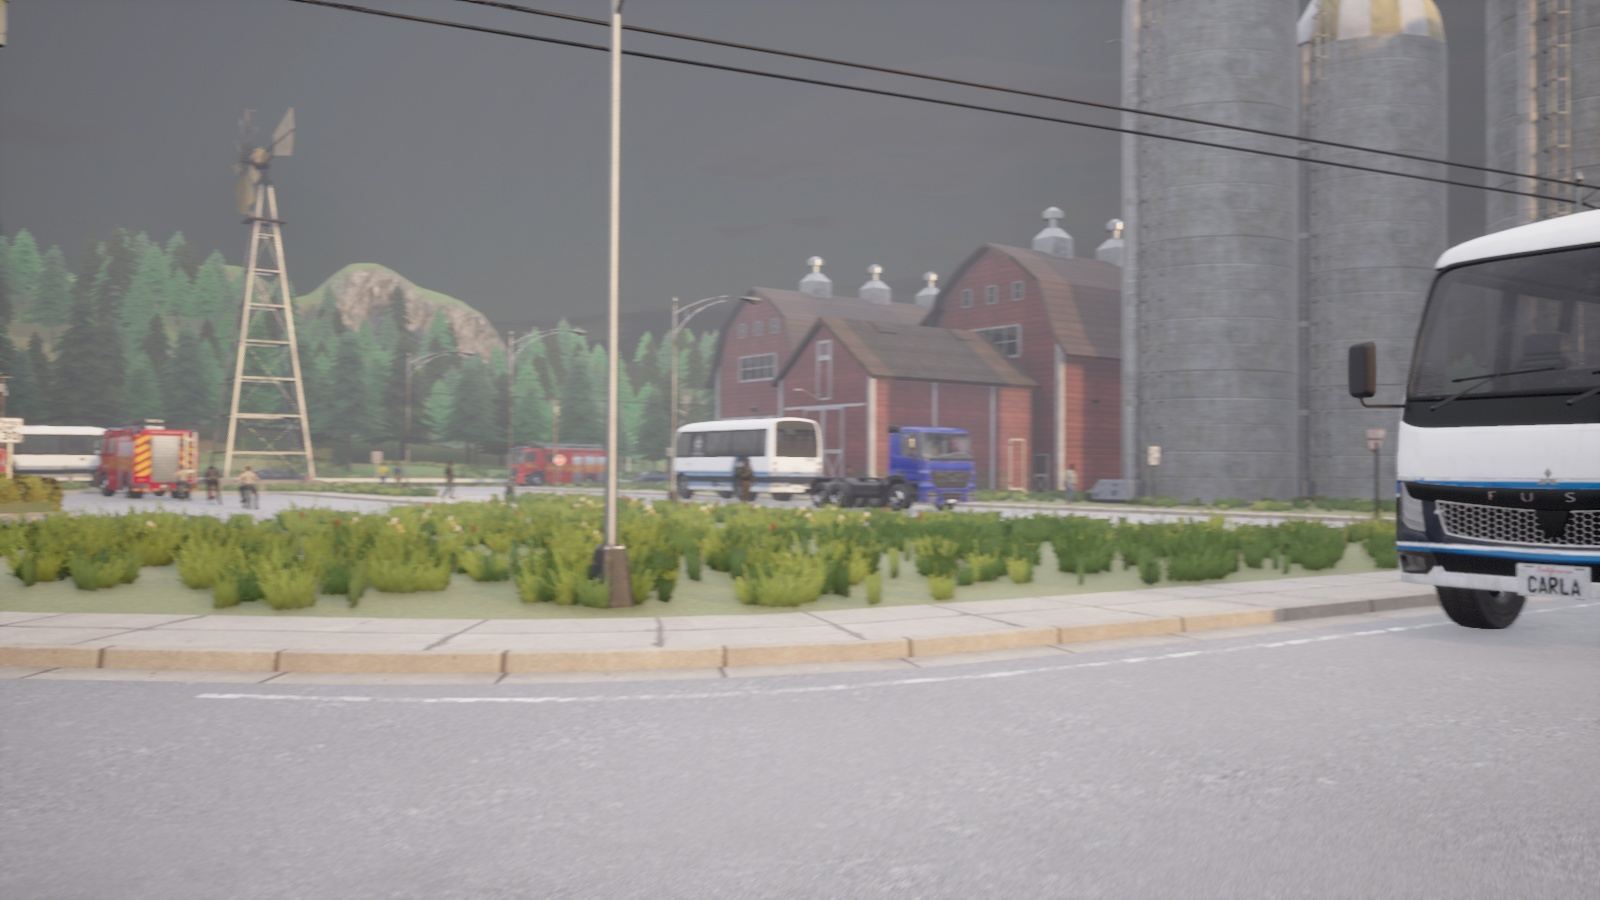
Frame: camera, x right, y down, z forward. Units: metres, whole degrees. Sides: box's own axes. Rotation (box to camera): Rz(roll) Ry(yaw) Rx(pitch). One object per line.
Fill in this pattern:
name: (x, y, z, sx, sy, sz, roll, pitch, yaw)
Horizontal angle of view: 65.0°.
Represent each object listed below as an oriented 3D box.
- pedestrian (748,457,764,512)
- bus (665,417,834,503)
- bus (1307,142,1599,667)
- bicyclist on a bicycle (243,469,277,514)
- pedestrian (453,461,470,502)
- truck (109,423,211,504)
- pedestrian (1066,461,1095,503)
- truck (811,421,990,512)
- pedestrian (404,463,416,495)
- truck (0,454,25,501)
pedestrian: (-1.567, 1.221, 44.816, 0.395, 1.930, 0.692, 0, -1, -20)
bus: (-2.911, 0.564, 67.193, 3.944, 4.253, 10.273, 1, -1, -36)
bus: (10.356, -0.333, 13.626, 10.273, 4.253, 3.944, 0, -1, -34)
bicyclist on a bicycle: (-19.898, 1.525, 46.261, 0.866, 1.612, 1.509, 1, -1, -34)
pedestrian: (-15.994, 1.468, 59.304, 0.666, 1.930, 0.402, -1, -1, 32)
truck: (-32.512, 0.713, 63.582, 2.891, 3.827, 8.468, 1, -1, -39)
pedestrian: (12.432, 1.399, 55.667, 0.874, 1.855, 0.900, 1, -1, -34)
truck: (3.988, 0.702, 51.833, 2.891, 3.462, 7.936, 1, -1, -36)
pedestrian: (-23.550, 1.738, 75.799, 0.423, 1.949, 0.788, 1, -1, -35)
truck: (-44.218, 1.438, 66.328, 5.204, 2.467, 2.627, 1, -1, -23)
